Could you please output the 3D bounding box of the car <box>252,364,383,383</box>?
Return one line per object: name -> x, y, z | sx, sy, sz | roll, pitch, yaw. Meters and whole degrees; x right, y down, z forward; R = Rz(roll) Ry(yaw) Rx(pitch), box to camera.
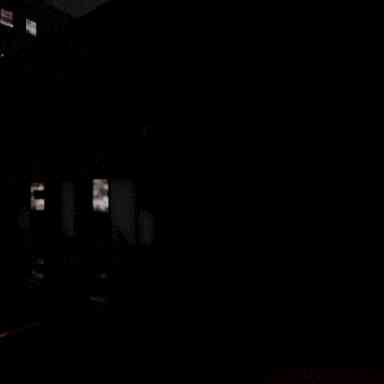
car -> 2.247, 1.521, 1.273 | 4.829, 1.417, 1.752 | 0, -1, 36
